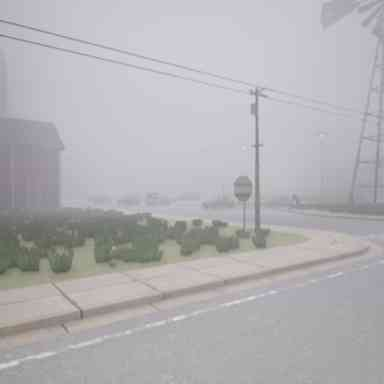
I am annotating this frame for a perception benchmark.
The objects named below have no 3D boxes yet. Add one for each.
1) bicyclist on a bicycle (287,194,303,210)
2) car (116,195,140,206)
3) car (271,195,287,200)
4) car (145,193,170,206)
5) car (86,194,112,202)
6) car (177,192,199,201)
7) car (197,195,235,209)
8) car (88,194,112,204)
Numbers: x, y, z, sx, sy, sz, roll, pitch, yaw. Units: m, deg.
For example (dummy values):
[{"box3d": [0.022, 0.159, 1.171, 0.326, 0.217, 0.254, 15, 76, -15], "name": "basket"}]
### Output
[{"box3d": [10.622, 1.038, 34.278, 1.656, 1.620, 0.582, -1, 0, -2], "name": "bicyclist on a bicycle"}, {"box3d": [-9.535, 1.160, 49.444, 2.097, 1.767, 4.553, -1, 0, -36], "name": "car"}, {"box3d": [12.854, 1.166, 48.446, 3.905, 1.438, 1.784, -1, 0, -36], "name": "car"}, {"box3d": [-5.246, 1.084, 50.421, 3.866, 1.878, 1.905, -1, 0, -36], "name": "car"}, {"box3d": [-19.550, 1.254, 69.949, 4.611, 1.667, 2.242, -1, 0, -36], "name": "car"}, {"box3d": [-0.576, 0.960, 66.473, 4.605, 1.855, 1.932, -1, 0, -36], "name": "car"}, {"box3d": [3.181, 1.269, 39.881, 4.193, 1.474, 1.816, -1, 0, -36], "name": "car"}, {"box3d": [-15.536, 1.302, 57.457, 2.128, 1.511, 4.902, -1, 0, -37], "name": "car"}]
